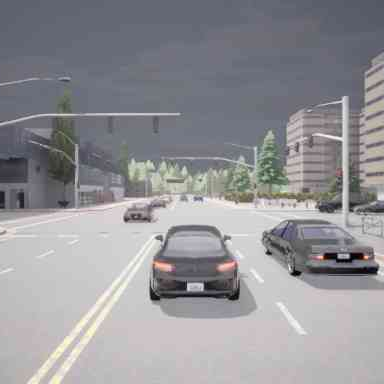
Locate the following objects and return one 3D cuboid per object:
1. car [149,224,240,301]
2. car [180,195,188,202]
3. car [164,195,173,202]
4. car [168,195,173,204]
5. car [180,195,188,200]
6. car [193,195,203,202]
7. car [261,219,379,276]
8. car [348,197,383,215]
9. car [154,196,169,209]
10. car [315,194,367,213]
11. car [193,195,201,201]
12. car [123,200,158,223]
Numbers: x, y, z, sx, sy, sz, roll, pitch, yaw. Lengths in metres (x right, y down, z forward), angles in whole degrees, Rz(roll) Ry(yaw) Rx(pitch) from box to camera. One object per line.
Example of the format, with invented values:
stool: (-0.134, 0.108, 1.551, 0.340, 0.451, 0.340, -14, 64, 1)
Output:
car: (0.037, 1.526, 8.224, 1.812, 1.442, 4.674, 0, 0, -1)
car: (-1.908, 1.533, 78.143, 2.033, 1.411, 5.357, 0, 0, -1)
car: (-5.333, 1.521, 75.175, 1.812, 1.442, 4.674, 0, 0, -1)
car: (-5.015, 1.477, 60.045, 1.882, 1.535, 5.008, 0, 0, -1)
car: (-2.181, 1.467, 88.779, 1.994, 1.385, 4.181, 0, 0, -1)
car: (1.579, 1.478, 78.713, 1.882, 1.535, 5.008, 0, 0, -1)
car: (3.534, 1.547, 10.280, 2.033, 1.411, 5.357, 0, 0, 0)
car: (18.226, 1.526, 32.537, 4.674, 1.442, 1.812, 0, 0, -2)
car: (-4.667, 1.564, 46.065, 1.994, 1.385, 4.181, 0, 0, -2)
car: (16.291, 1.222, 36.005, 5.566, 2.045, 2.150, 0, 0, -2)
car: (1.318, 1.500, 88.851, 1.837, 1.490, 4.892, 0, 0, -1)
car: (-3.980, 1.564, 25.362, 1.994, 1.385, 4.181, 0, 0, -2)
